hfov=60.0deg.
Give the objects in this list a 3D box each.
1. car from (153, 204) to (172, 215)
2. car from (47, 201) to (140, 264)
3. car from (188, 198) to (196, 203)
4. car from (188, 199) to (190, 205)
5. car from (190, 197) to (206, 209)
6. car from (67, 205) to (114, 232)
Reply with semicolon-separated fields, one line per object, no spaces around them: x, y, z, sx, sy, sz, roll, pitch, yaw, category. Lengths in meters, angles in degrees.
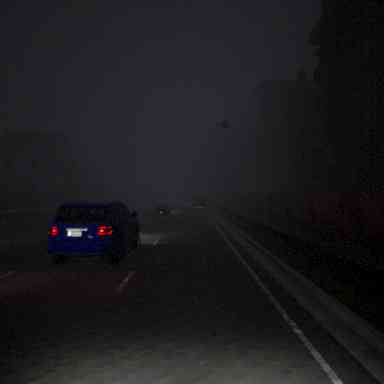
-3.391;2.004;39.074;1.895;1.301;4.718;0;-1;0;car
-3.397;1.352;12.484;2.150;2.045;5.566;0;0;0;car
0.020;2.335;91.413;2.128;1.511;4.902;0;-1;0;car
0.017;2.180;76.414;1.812;1.442;4.674;0;-1;0;car
1.238;1.795;55.408;2.150;2.045;5.566;0;-1;0;car
-6.895;1.746;23.192;1.837;1.490;4.892;0;0;0;car
